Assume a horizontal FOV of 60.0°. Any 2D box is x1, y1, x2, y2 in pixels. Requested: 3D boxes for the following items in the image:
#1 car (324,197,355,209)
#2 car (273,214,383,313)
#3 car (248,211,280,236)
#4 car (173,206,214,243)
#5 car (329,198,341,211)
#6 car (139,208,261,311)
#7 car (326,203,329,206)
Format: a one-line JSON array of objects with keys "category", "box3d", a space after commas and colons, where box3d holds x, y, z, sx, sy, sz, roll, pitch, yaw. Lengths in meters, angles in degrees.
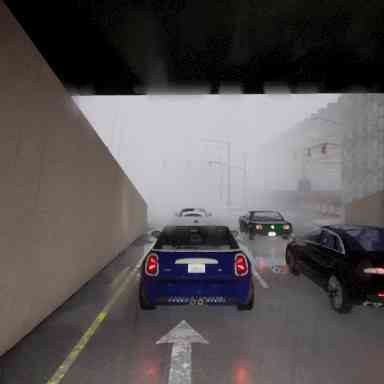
[{"category": "car", "box3d": [17.548, 1.295, 39.367, 1.853, 1.218, 4.536, 0, 0, 45]}, {"category": "car", "box3d": [3.583, 1.492, 7.631, 2.128, 1.511, 4.902, 0, 0, 0]}, {"category": "car", "box3d": [3.589, 1.601, 17.100, 1.895, 1.301, 4.718, 0, 0, 0]}, {"category": "car", "box3d": [0.067, 1.526, 17.093, 1.812, 1.442, 4.674, 0, 0, 0]}, {"category": "car", "box3d": [17.410, 1.453, 34.723, 2.038, 1.542, 4.974, 0, 0, -35]}, {"category": "car", "box3d": [0.083, 1.352, 7.938, 2.097, 1.767, 4.553, 0, 0, 0]}, {"category": "car", "box3d": [17.512, 1.453, 39.330, 2.038, 1.542, 4.974, 0, 0, 45]}]
